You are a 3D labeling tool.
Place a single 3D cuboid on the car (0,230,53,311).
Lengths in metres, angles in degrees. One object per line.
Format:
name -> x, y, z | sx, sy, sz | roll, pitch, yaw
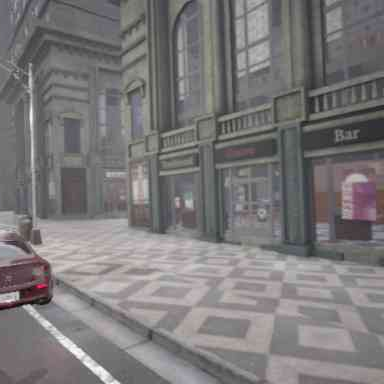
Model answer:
car -> -4.467, 1.553, 7.124 | 1.812, 1.442, 4.674 | -1, 0, -41
